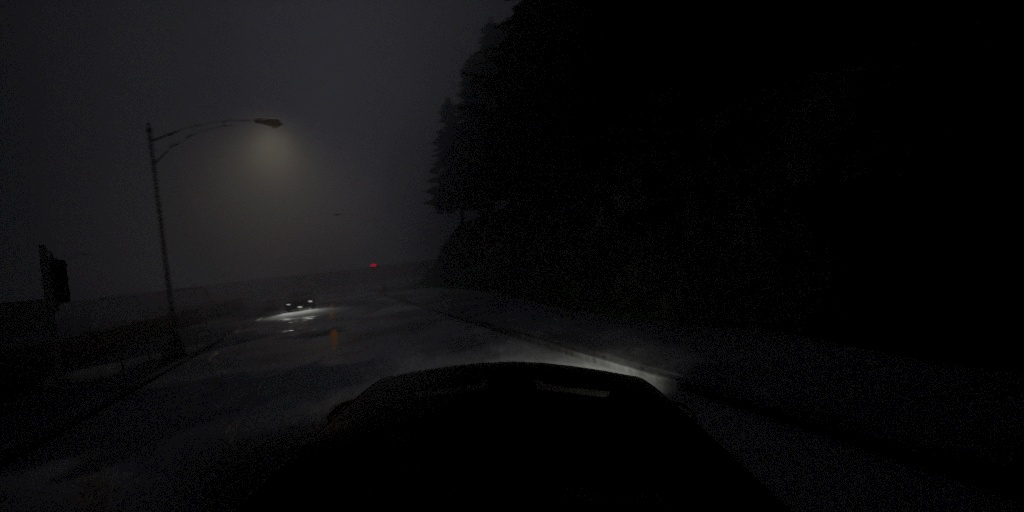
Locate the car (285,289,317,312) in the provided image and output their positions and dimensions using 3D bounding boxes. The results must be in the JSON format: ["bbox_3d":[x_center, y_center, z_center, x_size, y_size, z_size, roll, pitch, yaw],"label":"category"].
[{"bbox_3d":[-16.055,3.323,27.433,2.033,1.411,5.357,-7,0,-27],"label":"car"}]
